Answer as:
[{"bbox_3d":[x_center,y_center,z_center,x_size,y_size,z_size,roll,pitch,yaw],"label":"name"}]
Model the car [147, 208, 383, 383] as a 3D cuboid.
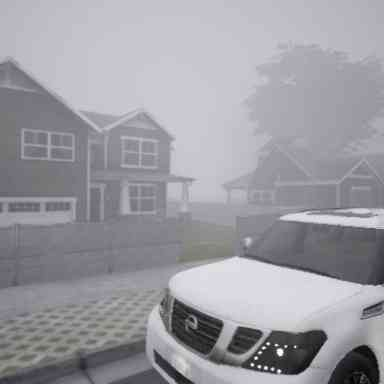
[{"bbox_3d":[2.161,1.271,4.628,5.566,2.045,2.150,1,-1,-35],"label":"car"}]
